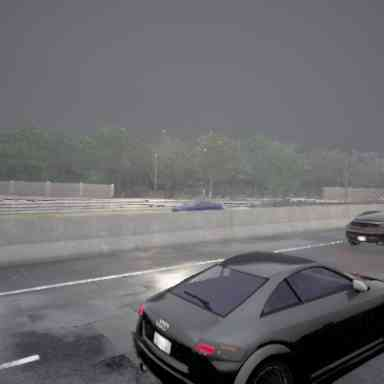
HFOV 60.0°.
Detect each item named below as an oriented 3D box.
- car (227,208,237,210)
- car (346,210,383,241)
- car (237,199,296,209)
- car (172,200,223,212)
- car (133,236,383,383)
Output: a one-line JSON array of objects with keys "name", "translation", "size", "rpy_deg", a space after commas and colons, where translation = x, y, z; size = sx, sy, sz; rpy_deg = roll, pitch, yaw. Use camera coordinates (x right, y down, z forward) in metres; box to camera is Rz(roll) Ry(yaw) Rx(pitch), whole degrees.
[{"name": "car", "translation": [5.322, 1.630, 29.272], "size": [4.718, 1.301, 1.895], "rpy_deg": [0, 0, -35]}, {"name": "car", "translation": [8.441, 1.521, 14.071], "size": [4.892, 1.490, 1.837], "rpy_deg": [0, 0, -35]}, {"name": "car", "translation": [6.033, 1.378, 25.483], "size": [4.553, 1.767, 2.097], "rpy_deg": [0, 0, -35]}, {"name": "car", "translation": [0.527, 1.499, 30.159], "size": [5.008, 1.535, 1.882], "rpy_deg": [0, 0, -35]}, {"name": "car", "translation": [1.316, 1.567, 4.687], "size": [4.181, 1.385, 1.994], "rpy_deg": [0, 0, -36]}]
